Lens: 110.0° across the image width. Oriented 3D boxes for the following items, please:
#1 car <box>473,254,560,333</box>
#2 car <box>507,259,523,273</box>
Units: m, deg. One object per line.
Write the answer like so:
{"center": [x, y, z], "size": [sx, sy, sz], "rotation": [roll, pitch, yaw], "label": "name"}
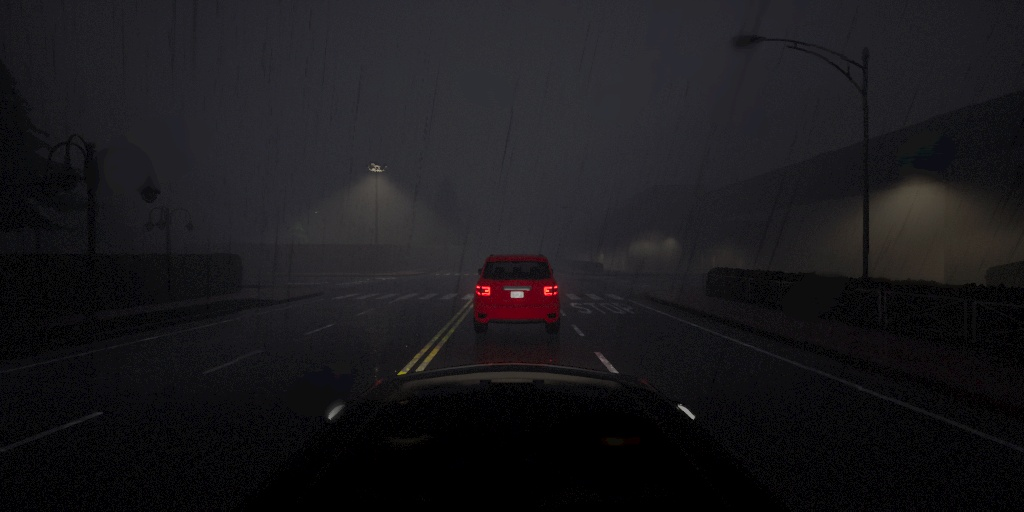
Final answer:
{"center": [0.122, 0.971, 10.828], "size": [2.150, 2.045, 5.566], "rotation": [0, 0, 0], "label": "car"}
{"center": [0.356, 1.228, 45.600], "size": [1.882, 1.535, 5.008], "rotation": [0, 0, 1], "label": "car"}
